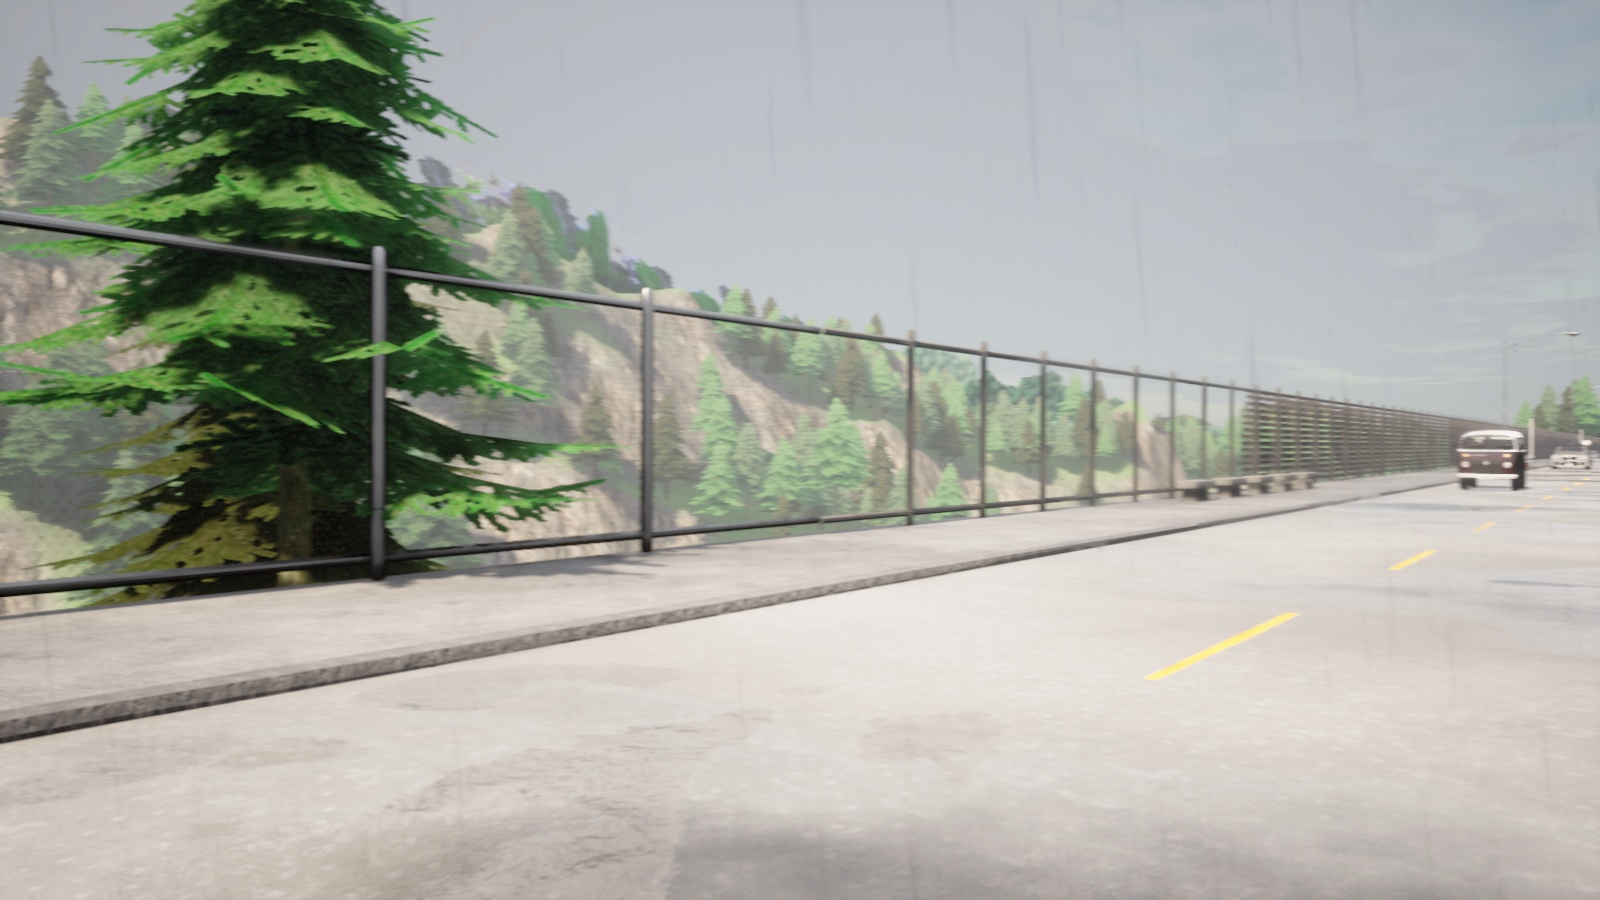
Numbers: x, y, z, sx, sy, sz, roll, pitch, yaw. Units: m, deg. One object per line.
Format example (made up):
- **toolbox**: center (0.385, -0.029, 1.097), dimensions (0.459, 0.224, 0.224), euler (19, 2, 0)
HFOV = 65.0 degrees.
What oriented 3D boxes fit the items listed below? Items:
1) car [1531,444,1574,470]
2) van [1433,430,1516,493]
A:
- **car**: center (49.945, 0.433, 83.312), dimensions (2.242, 1.667, 4.611), euler (1, 0, 34)
- **van**: center (23.316, 0.368, 43.327), dimensions (2.069, 2.038, 4.480), euler (1, 0, 34)
